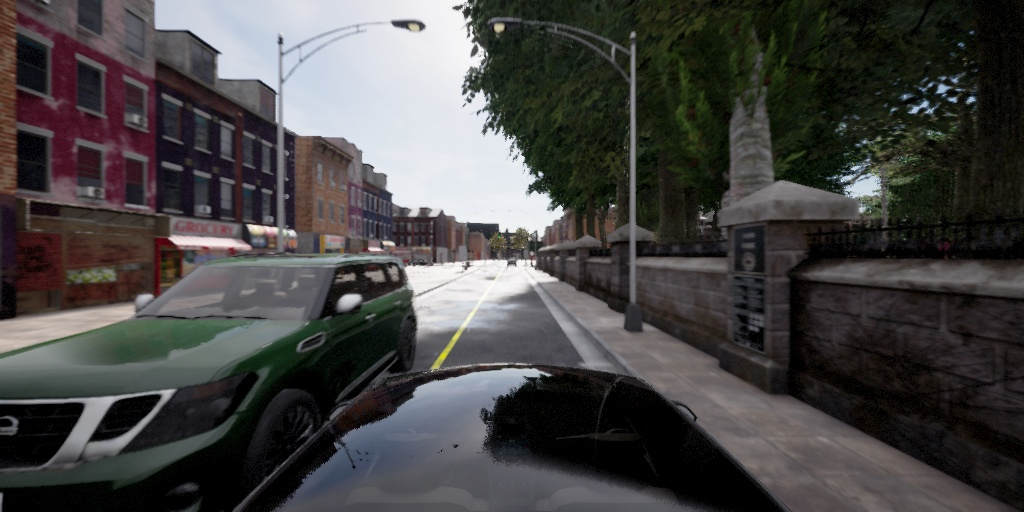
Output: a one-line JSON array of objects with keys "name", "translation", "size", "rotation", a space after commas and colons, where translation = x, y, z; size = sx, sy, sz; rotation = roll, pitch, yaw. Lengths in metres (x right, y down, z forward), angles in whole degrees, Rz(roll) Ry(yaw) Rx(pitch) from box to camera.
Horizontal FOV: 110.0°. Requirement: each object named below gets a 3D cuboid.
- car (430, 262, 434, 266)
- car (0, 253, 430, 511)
[{"name": "car", "translation": [-15.067, 1.069, 59.252], "size": [4.313, 1.339, 1.948], "rotation": [0, 0, 0]}, {"name": "car", "translation": [-2.832, 0.972, 4.660], "size": [2.150, 2.045, 5.566], "rotation": [0, 0, 0]}]
